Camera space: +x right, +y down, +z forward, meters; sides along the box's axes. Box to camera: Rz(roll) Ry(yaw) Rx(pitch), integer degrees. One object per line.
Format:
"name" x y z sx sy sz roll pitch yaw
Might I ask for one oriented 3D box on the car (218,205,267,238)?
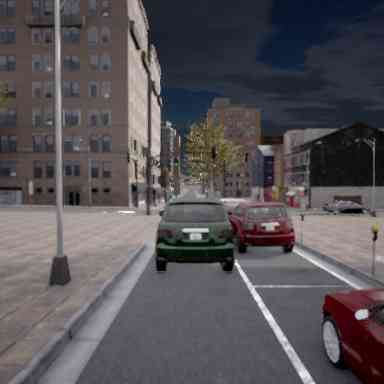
"car" 2.617 1.530 18.438 2.008 1.369 4.403 -2 0 0

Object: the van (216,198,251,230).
"van" 2.611 1.320 21.759 1.690 1.788 3.998 -2 0 0

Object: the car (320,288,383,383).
"car" 2.617 1.539 2.873 1.887 1.381 4.507 -2 0 0

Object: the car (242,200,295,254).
"car" 2.610 1.297 13.453 2.192 1.841 5.009 -2 0 0

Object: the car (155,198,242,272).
"car" 0.055 1.202 10.876 2.150 2.045 5.566 0 0 -1

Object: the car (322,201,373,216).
"car" 16.014 1.664 34.275 4.902 1.511 2.128 0 2 0

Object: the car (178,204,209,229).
"car" 0.098 1.579 22.350 1.895 1.301 4.718 0 0 0
